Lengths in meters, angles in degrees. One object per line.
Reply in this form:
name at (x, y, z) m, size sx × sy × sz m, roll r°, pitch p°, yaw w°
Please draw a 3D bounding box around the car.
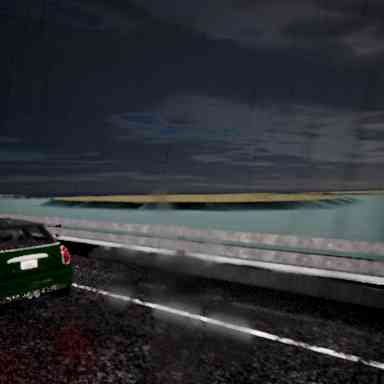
car at (-4.730, 1.356, 7.374) m, size 4.553 × 1.767 × 2.097 m, roll 0°, pitch 0°, yaw 36°
